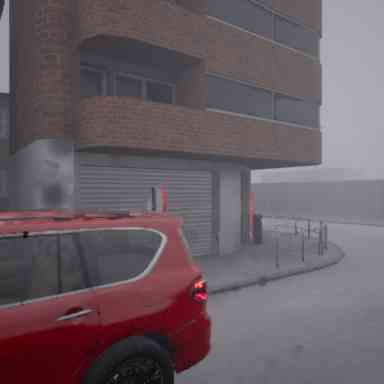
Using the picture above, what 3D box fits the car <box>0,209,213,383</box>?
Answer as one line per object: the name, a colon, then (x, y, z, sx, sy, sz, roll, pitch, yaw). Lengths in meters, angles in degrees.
car: (-2.373, 1.223, 2.913, 5.566, 2.045, 2.150, 0, 0, -36)
